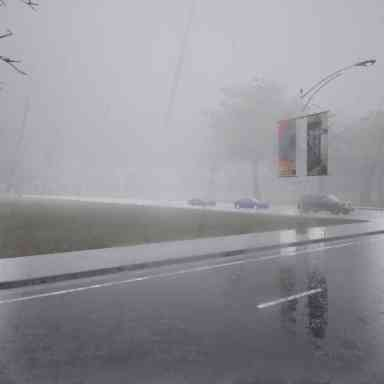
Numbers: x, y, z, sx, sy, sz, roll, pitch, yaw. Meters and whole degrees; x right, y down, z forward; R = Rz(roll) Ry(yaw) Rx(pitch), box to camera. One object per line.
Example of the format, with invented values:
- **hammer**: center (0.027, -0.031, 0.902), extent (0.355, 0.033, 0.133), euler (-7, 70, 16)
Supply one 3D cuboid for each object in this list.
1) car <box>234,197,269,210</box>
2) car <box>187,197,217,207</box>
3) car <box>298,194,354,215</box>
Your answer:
- **car**: center (7.510, 1.444, 42.239), extent (1.882, 1.535, 5.008), euler (0, 0, -36)
- **car**: center (1.424, 1.482, 50.583), extent (2.033, 1.411, 5.357), euler (0, 0, -36)
- **car**: center (13.524, 1.224, 34.007), extent (2.150, 2.045, 5.566), euler (0, 0, -36)
